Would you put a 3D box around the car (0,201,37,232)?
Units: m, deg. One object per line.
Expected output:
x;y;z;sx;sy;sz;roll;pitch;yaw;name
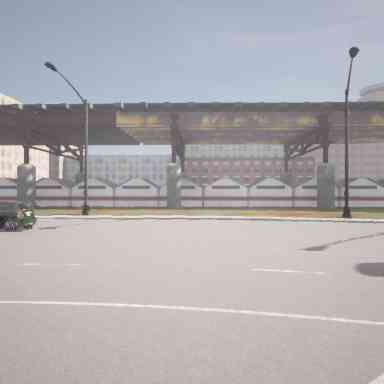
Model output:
-11.693;1.351;19.536;4.553;1.767;2.097;0;0;1;car
